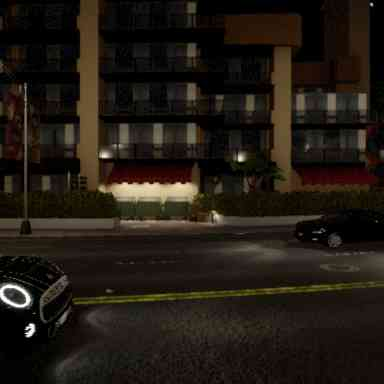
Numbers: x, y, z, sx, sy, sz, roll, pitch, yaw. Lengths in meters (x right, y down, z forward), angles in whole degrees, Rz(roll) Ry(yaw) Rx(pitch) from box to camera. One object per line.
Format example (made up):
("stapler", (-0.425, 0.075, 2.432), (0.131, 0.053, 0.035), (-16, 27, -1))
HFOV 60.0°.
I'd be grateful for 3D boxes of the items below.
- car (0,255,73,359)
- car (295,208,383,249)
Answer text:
("car", (-4.219, 1.348, 4.921), (4.553, 1.767, 2.097), (0, 0, -5))
("car", (6.868, 1.466, 14.425), (5.008, 1.535, 1.882), (0, 0, -17))
